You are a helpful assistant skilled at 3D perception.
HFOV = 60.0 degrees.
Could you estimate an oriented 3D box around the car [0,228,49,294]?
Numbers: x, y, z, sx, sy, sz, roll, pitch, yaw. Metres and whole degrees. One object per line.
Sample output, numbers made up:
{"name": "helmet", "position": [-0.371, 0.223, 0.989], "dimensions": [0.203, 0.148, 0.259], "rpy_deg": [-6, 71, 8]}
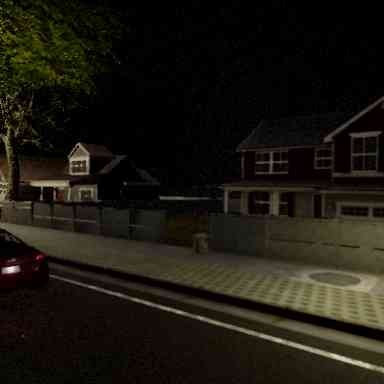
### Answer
{"name": "car", "position": [-5.265, 1.529, 7.930], "dimensions": [4.181, 1.385, 1.994], "rpy_deg": [1, 0, 37]}
